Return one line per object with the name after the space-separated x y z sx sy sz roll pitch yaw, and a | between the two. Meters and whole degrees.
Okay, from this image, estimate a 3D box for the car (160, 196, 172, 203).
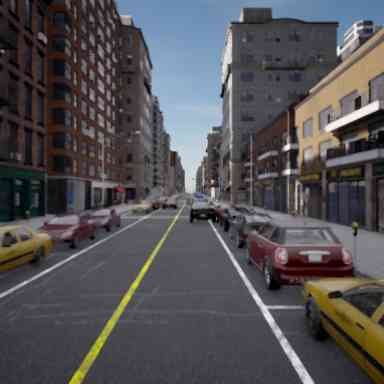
-5.400 1.598 69.767 2.008 1.369 4.403 0 0 0 | car

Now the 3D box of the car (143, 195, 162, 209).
-5.395 1.339 42.175 2.192 1.841 5.009 0 0 0 | car

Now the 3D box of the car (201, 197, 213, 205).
2.627 1.620 58.740 1.802 1.307 4.206 0 0 0 | car

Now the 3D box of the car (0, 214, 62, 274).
-5.389 1.526 8.896 1.752 1.417 4.829 0 0 0 | car

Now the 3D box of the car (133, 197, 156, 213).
-5.390 1.544 36.489 1.752 1.417 4.829 0 0 0 | car

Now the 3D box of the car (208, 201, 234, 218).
2.632 1.565 31.145 2.008 1.369 4.403 0 0 0 | car

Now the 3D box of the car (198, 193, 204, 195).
2.626 1.483 64.259 1.967 1.590 4.097 0 0 0 | car

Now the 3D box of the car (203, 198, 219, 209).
2.629 1.579 47.702 2.008 1.369 4.403 0 0 0 | car

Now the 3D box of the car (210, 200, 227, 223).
2.633 1.555 25.626 1.887 1.381 4.507 0 0 0 | car

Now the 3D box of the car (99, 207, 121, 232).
-5.391 1.588 20.102 1.802 1.307 4.206 0 0 0 | car

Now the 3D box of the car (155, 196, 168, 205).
-5.398 1.478 58.731 1.967 1.590 4.097 0 0 0 | car

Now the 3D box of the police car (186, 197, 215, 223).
0.724 1.436 25.897 1.930 1.638 5.238 0 0 -1 | police car

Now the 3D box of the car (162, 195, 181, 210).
-2.847 1.502 43.324 1.882 1.535 5.008 0 0 0 | car

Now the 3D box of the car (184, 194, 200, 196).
-0.010 1.532 61.202 2.128 1.511 4.902 0 0 0 | car

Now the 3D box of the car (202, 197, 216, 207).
2.628 1.584 53.221 2.008 1.369 4.403 0 0 0 | car

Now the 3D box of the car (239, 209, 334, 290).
2.636 1.441 9.070 1.967 1.590 4.097 0 0 0 | car

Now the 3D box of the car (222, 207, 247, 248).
2.635 1.553 14.589 2.008 1.369 4.403 0 0 0 | car

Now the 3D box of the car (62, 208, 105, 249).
-5.390 1.584 14.584 1.802 1.307 4.206 0 0 0 | car

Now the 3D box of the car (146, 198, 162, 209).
-5.396 1.611 47.694 1.802 1.307 4.206 0 0 0 | car

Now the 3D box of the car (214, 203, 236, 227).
2.634 1.572 20.107 1.947 1.339 4.313 0 0 0 | car

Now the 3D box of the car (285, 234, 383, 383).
2.637 1.526 3.722 1.752 1.417 4.829 0 0 0 | car

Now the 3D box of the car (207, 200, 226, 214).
2.631 1.601 36.664 1.802 1.307 4.206 0 0 0 | car

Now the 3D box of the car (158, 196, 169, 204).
-5.399 1.568 64.079 1.752 1.417 4.829 0 0 0 | car
